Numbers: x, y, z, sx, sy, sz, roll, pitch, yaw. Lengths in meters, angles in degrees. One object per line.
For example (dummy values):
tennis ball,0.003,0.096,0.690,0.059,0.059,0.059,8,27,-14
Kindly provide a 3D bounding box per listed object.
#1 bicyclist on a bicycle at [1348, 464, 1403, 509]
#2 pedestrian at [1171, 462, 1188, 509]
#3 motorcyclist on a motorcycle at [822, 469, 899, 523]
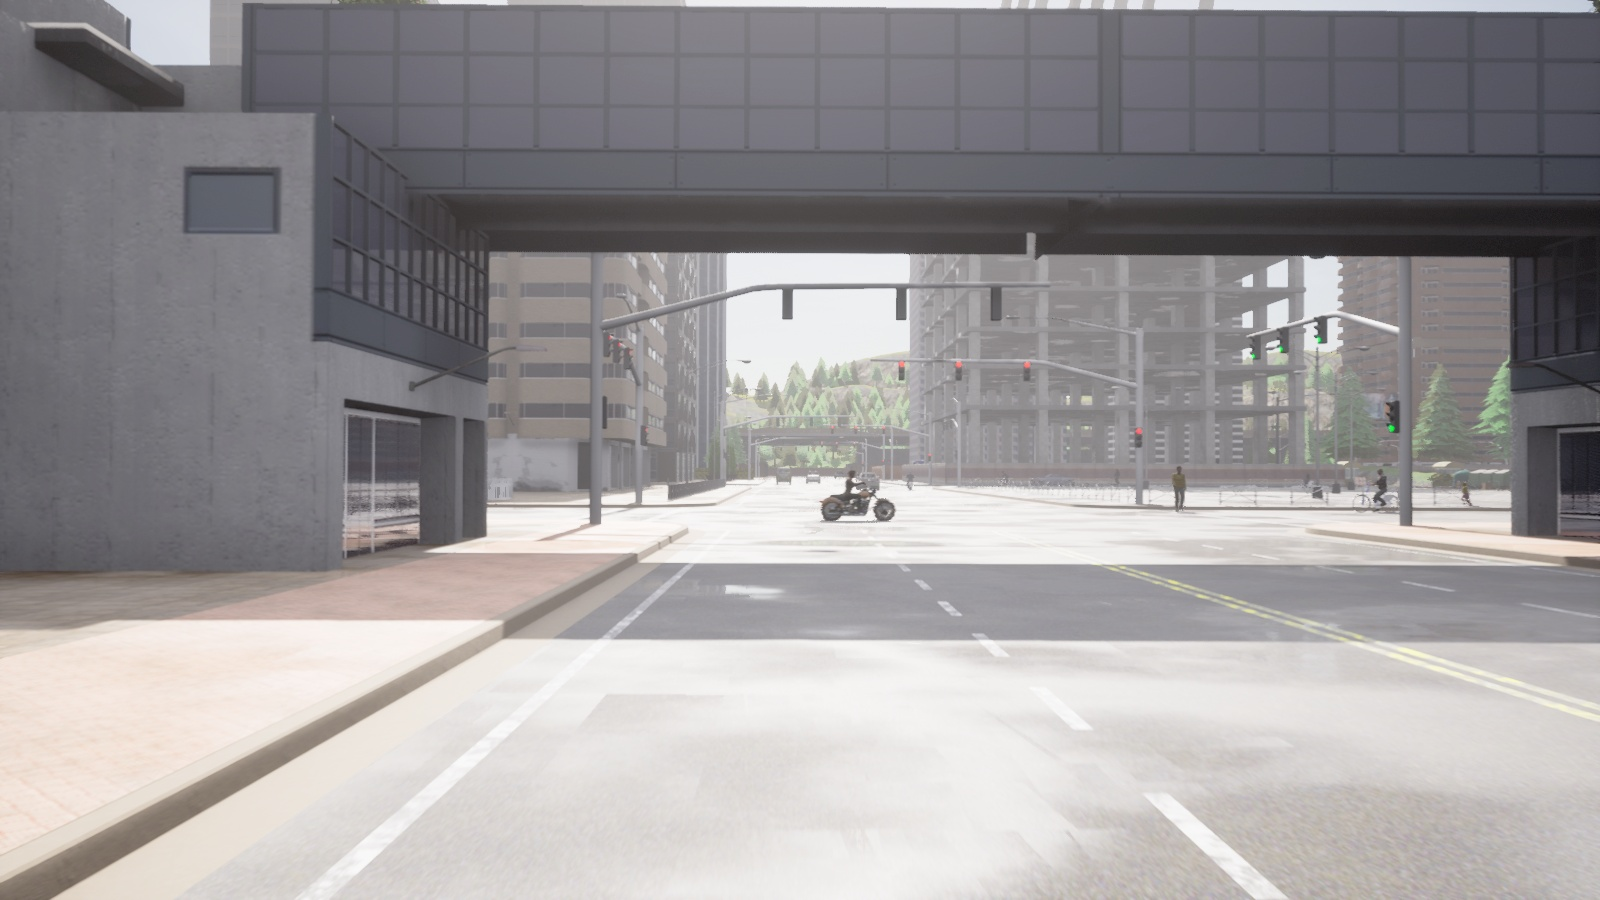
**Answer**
bicyclist on a bicycle,22.692,1.424,49.548,1.843,1.776,0.659,0,-1,0
pedestrian,14.708,1.371,48.682,0.431,1.840,0.709,0,-1,1
motorcyclist on a motorcycle,1.861,1.408,38.861,2.350,1.649,0.766,0,-1,-1
